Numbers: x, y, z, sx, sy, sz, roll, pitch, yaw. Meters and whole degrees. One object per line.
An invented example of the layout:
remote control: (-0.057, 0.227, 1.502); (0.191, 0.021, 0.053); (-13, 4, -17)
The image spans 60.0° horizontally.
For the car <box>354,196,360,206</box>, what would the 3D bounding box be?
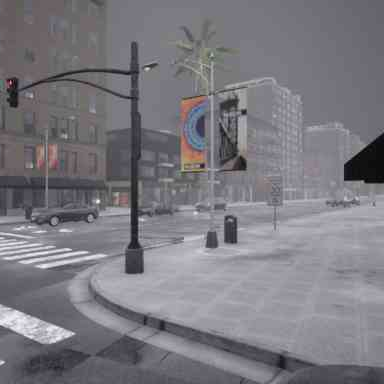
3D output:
car: (29.161, 1.505, 60.390); (2.097, 1.767, 4.553); (0, 0, 33)

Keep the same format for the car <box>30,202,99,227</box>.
car: (-8.893, 1.523, 23.519); (1.837, 1.490, 4.892); (0, 0, 35)

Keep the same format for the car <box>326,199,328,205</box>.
car: (26.351, 1.712, 62.056); (1.994, 1.385, 4.181); (0, 0, 35)

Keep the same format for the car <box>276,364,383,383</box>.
car: (2.254, 1.551, 1.244); (4.403, 1.369, 2.008); (0, 0, 35)

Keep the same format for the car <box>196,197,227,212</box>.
car: (2.356, 1.407, 39.522); (2.097, 1.767, 4.553); (0, 0, 35)

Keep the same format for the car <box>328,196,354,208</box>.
car: (23.493, 1.476, 52.329); (2.097, 1.767, 4.553); (0, 0, 35)

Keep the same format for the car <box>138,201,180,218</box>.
car: (-3.282, 1.582, 31.506); (2.033, 1.411, 5.357); (0, 0, 35)
